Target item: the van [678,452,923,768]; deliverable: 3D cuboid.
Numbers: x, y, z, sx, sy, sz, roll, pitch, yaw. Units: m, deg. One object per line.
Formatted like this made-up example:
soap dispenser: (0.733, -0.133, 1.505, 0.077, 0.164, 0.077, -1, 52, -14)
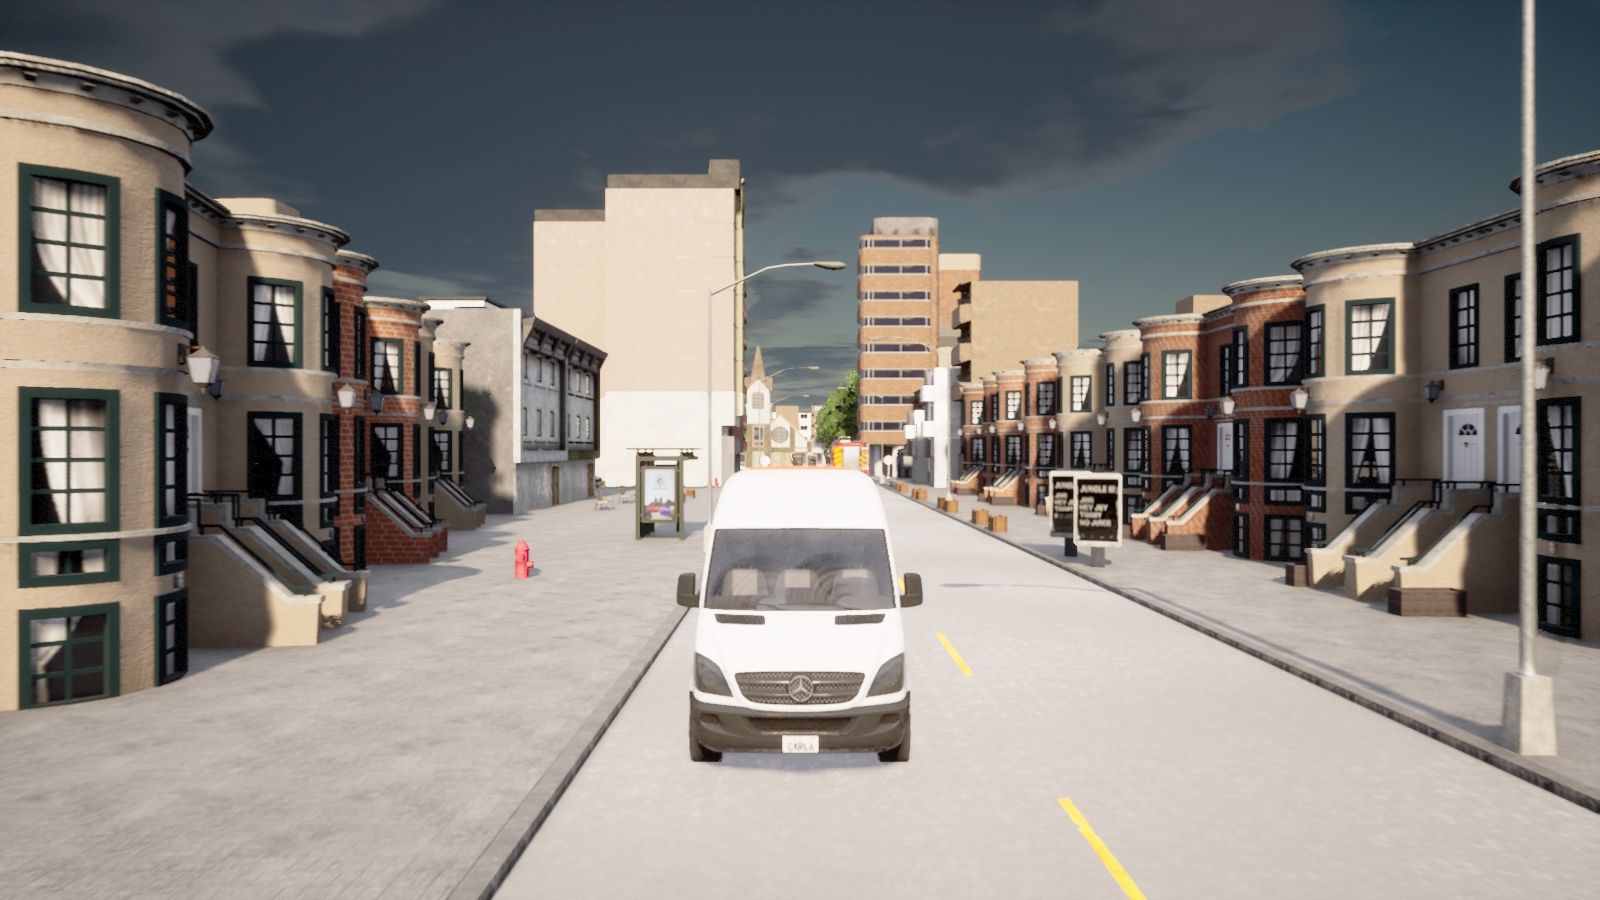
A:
van: (0.005, 1.305, 12.250, 1.988, 2.561, 5.915, 0, 0, 0)
